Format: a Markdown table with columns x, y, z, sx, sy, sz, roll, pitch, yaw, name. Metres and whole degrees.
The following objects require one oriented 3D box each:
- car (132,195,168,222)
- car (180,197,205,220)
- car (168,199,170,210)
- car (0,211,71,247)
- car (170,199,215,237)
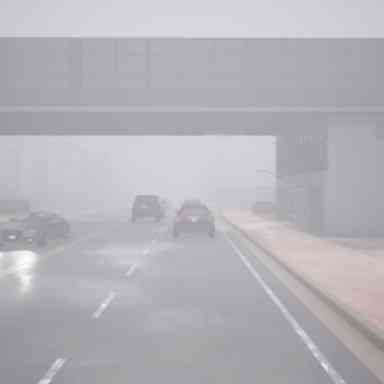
| x | y | z | sx | sy | sz | roll | pitch | yaw | name |
| --- | --- | --- | --- | --- | --- | --- | --- | --- | --- |
| -3.457 | 1.260 | 27.097 | 2.150 | 2.045 | 5.566 | 0 | 0 | 1 | car |
| 0.109 | 1.396 | 29.354 | 2.097 | 1.767 | 4.553 | 0 | 0 | 2 | car |
| -3.691 | 1.590 | 43.675 | 1.812 | 1.442 | 4.674 | 0 | 0 | -2 | car |
| -7.075 | 1.587 | 15.066 | 1.994 | 1.385 | 4.181 | 0 | 0 | 0 | car |
| 0.104 | 1.379 | 18.271 | 2.097 | 1.767 | 4.553 | 0 | 0 | 0 | car |
